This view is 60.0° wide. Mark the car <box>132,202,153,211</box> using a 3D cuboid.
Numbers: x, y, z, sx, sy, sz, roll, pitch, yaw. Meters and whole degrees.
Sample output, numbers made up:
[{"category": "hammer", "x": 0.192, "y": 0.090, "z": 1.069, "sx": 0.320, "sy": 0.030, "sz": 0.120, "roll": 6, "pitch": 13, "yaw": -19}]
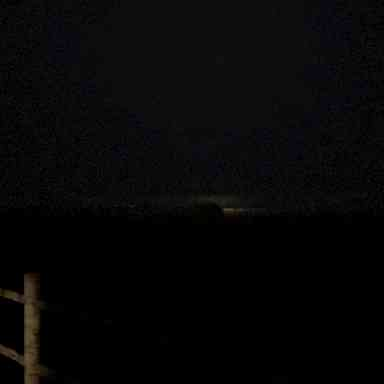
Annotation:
[{"category": "car", "x": -9.951, "y": 2.839, "z": 67.049, "sx": 2.097, "sy": 1.767, "sz": 4.553, "roll": 0, "pitch": -1, "yaw": 35}]
